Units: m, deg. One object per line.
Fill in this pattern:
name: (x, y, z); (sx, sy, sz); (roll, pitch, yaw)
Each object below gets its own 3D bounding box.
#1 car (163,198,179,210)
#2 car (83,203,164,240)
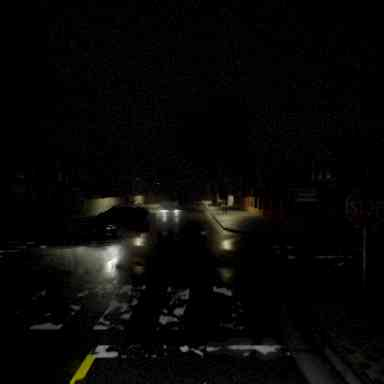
car: (-2.719, 1.507, 43.157); (1.812, 1.442, 4.674); (0, 0, 0)
car: (-3.524, 1.481, 17.257); (1.882, 1.535, 5.008); (2, 1, 20)
